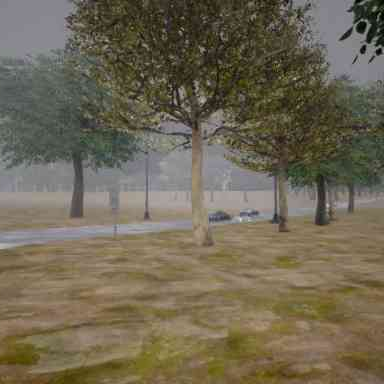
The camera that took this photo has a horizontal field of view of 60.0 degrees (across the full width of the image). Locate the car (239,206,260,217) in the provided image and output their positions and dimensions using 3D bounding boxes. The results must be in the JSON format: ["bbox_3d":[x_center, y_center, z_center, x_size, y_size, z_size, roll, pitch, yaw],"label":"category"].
[{"bbox_3d":[9.669,3.217,55.913,2.097,1.767,4.553,-2,-2,33],"label":"car"}]

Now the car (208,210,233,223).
[{"bbox_3d":[2.986,2.838,39.198,2.033,1.411,5.357,-2,-3,33],"label":"car"}]
